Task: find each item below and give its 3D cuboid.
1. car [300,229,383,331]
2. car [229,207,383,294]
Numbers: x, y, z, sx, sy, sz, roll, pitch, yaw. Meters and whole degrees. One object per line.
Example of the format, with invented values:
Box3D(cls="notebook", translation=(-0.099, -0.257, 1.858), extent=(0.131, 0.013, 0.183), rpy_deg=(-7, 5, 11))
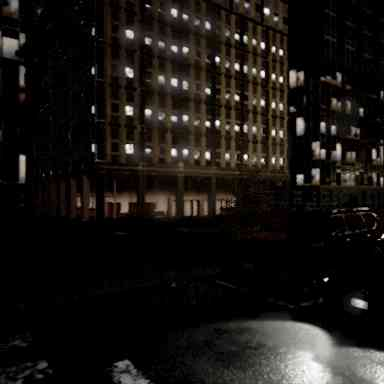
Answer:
Box3D(cls="car", translation=(4.291, 1.600, 6.422), extent=(4.181, 1.385, 1.994), rpy_deg=(0, 0, -35))
Box3D(cls="car", translation=(3.314, 1.354, 8.933), extent=(5.009, 1.841, 2.192), rpy_deg=(0, 0, -36))
